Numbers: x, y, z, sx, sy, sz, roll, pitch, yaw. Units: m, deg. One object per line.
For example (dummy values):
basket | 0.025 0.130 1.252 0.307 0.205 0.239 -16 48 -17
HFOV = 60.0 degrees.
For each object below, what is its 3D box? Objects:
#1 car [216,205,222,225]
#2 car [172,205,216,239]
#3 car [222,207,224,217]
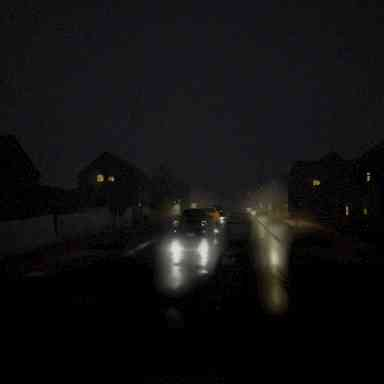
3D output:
car | 1.469 2.124 30.429 1.882 1.535 5.008 -1 -1 7
car | 0.142 1.793 20.369 2.097 1.767 4.553 -1 -1 7
car | 3.223 2.409 43.709 1.882 1.535 5.008 -1 -1 8
